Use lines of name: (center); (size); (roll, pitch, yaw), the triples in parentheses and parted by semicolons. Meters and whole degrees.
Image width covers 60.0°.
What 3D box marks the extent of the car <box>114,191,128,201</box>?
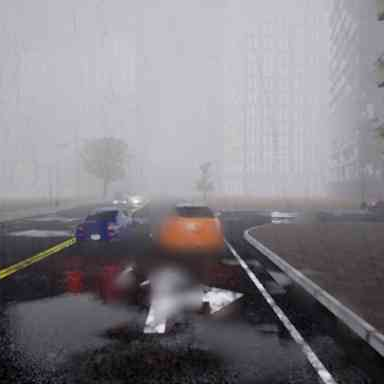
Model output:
car: (-12.717, 0.686, 59.579); (2.097, 1.767, 4.553); (0, 1, -5)

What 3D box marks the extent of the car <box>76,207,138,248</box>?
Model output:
car: (-3.419, 1.369, 13.939); (1.812, 1.442, 4.674); (0, 1, -1)

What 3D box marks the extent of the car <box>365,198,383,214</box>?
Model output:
car: (16.791, 0.952, 27.744); (4.097, 1.590, 1.967); (0, 1, 13)

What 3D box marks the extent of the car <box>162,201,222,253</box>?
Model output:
car: (0.095, 1.202, 13.228); (2.097, 1.767, 4.553); (0, 1, 3)
